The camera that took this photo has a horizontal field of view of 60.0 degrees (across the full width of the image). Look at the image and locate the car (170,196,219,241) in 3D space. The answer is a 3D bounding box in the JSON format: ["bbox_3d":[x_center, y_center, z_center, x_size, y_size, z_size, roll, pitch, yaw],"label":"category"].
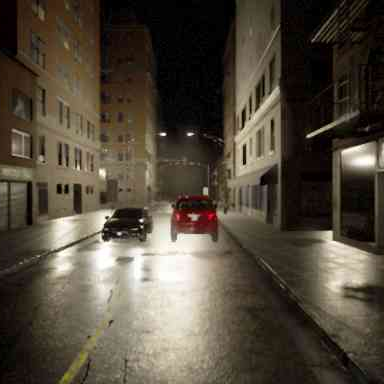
[{"bbox_3d":[0.115,1.207,16.540,2.150,2.045,5.566,0,0,0],"label":"car"}]

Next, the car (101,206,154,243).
[{"bbox_3d":[-2.993,1.495,16.205,1.837,1.490,4.892,0,0,0],"label":"car"}]

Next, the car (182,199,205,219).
[{"bbox_3d":[0.128,1.459,30.059,1.882,1.535,5.008,0,0,-1],"label":"car"}]
